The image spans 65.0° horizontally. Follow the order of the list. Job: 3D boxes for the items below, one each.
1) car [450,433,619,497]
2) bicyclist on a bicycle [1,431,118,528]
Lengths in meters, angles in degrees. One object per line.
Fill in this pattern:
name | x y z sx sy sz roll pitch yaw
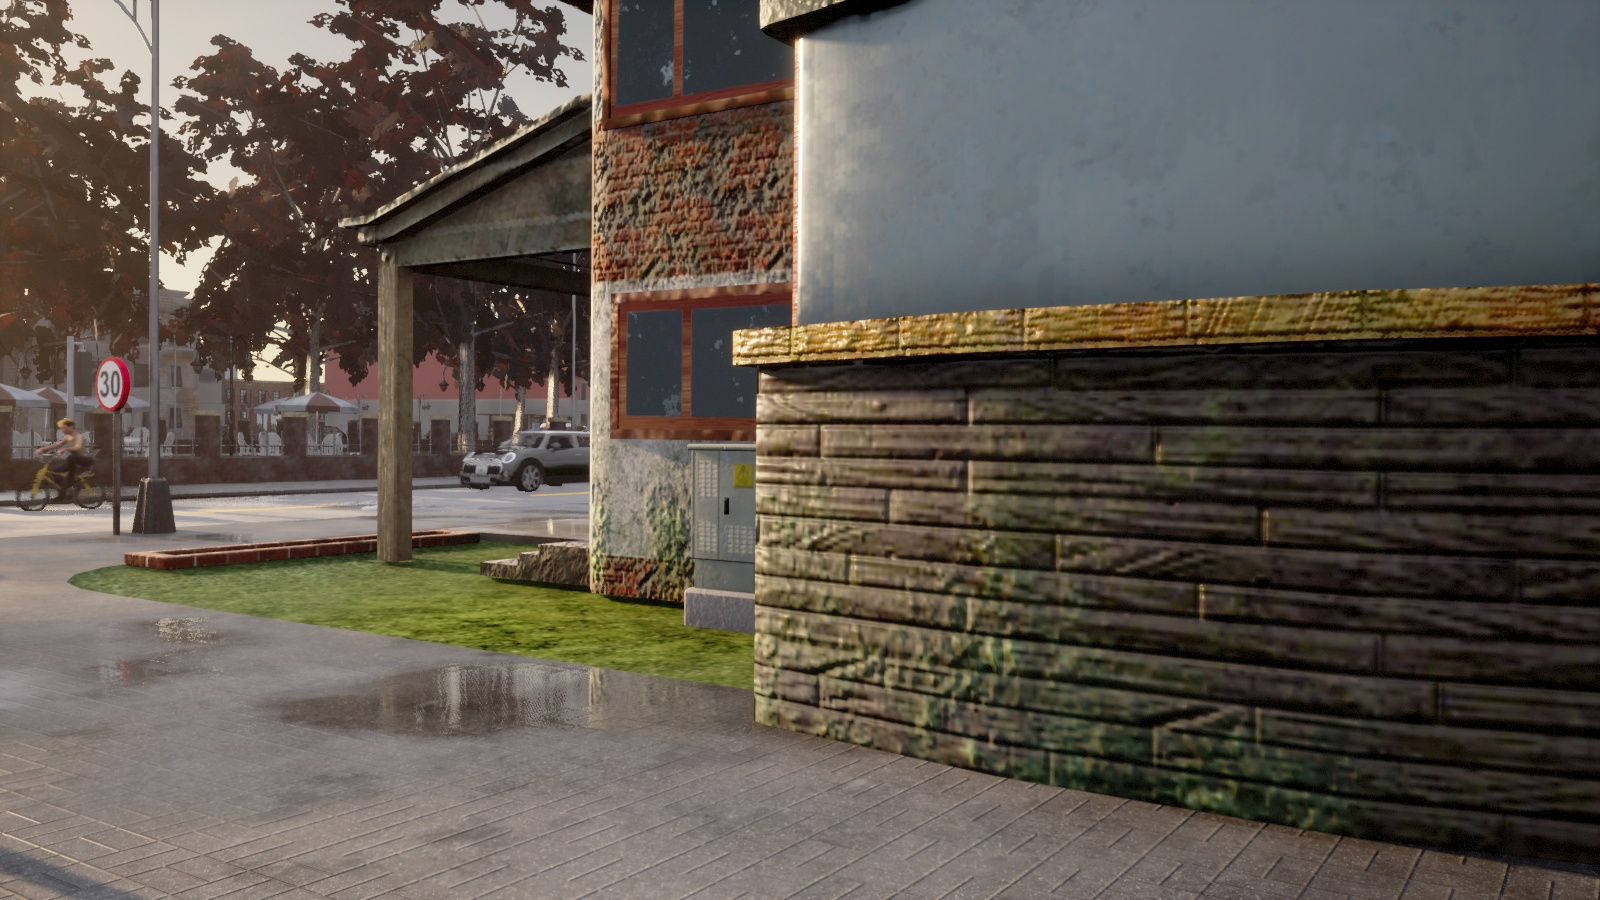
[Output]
car | -6.547 0.329 31.267 1.970 1.475 3.806 0 1 33
bicyclist on a bicycle | -12.824 0.487 21.778 0.866 1.612 1.509 0 1 33
